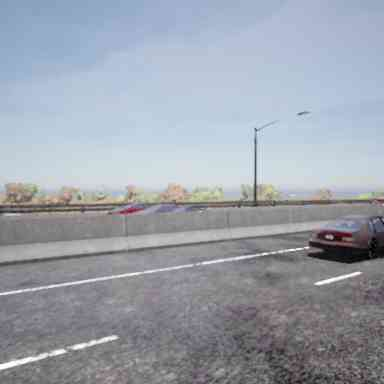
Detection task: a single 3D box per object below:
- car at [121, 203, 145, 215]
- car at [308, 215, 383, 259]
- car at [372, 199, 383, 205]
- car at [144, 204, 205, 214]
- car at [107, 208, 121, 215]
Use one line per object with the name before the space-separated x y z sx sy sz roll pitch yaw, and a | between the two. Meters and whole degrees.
car | -2.031 1.599 24.037 5.357 1.411 2.033 0 0 -35
car | 6.752 1.602 12.857 5.357 1.411 2.033 0 0 -36
car | 29.248 1.748 50.571 4.674 1.442 1.812 0 0 -35
car | -0.492 1.613 20.836 4.181 1.385 1.994 0 0 -35
car | -4.585 1.613 26.514 4.181 1.385 1.994 0 0 -35
